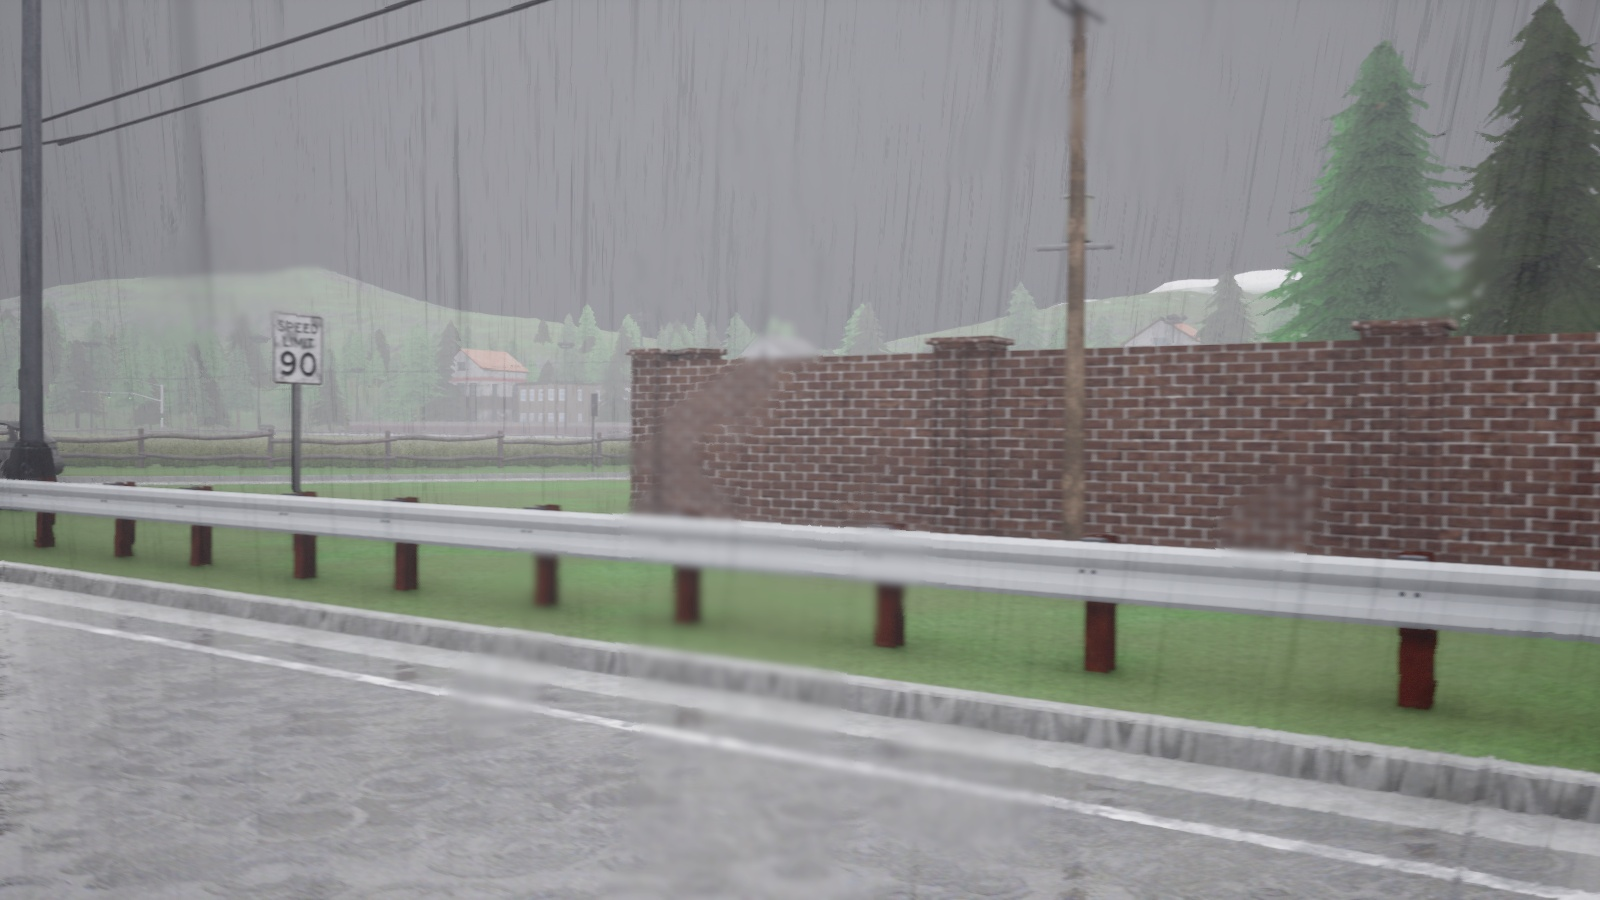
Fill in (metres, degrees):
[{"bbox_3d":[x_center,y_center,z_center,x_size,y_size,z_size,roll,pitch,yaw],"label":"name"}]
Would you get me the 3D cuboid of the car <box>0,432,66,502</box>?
[{"bbox_3d":[-19.959,0.403,29.861,3.988,1.617,1.851,-1,1,-18],"label":"car"}]
